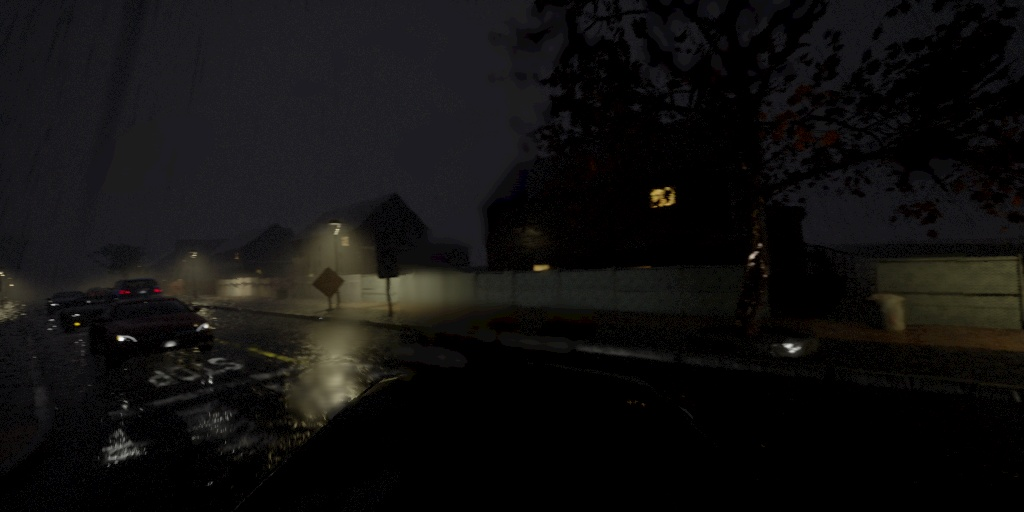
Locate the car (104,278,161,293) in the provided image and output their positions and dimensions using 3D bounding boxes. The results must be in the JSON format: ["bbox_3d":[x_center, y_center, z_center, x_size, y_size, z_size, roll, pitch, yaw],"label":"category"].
[{"bbox_3d":[-27.390,2.703,26.040,5.566,2.045,2.150,-4,-1,35],"label":"car"}]

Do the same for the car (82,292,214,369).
[{"bbox_3d":[-9.722,1.854,9.582,4.674,1.442,1.812,-3,-1,36],"label":"car"}]

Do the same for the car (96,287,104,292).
[{"bbox_3d":[-43.494,4.048,37.756,5.008,1.535,1.882,-4,-1,36],"label":"car"}]

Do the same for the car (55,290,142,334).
[{"bbox_3d":[-18.122,2.418,15.691,4.181,1.385,1.994,-4,-1,36],"label":"car"}]

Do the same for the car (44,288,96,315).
[{"bbox_3d":[-30.678,3.187,24.841,4.674,1.442,1.812,-4,-1,36],"label":"car"}]

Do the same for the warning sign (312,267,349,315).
[{"bbox_3d":[-7.326,1.350,14.492,1.060,1.860,1.300,0,0,36],"label":"warning sign"}]
